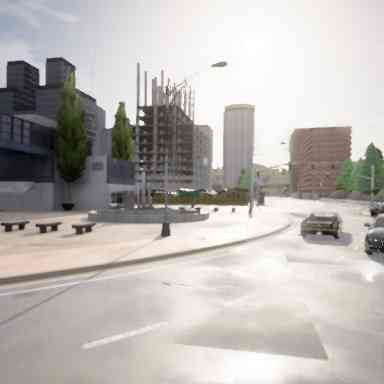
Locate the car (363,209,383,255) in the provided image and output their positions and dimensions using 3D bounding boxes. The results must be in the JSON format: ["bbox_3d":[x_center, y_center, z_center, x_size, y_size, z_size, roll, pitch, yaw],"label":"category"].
[{"bbox_3d":[8.173,1.649,13.336,1.837,1.490,4.892,1,0,33],"label":"car"}]

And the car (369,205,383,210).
[{"bbox_3d":[19.156,1.947,32.810,1.895,1.301,4.718,0,0,11],"label":"car"}]

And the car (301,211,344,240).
[{"bbox_3d":[7.321,1.765,18.490,1.895,1.301,4.718,0,0,27],"label":"car"}]
